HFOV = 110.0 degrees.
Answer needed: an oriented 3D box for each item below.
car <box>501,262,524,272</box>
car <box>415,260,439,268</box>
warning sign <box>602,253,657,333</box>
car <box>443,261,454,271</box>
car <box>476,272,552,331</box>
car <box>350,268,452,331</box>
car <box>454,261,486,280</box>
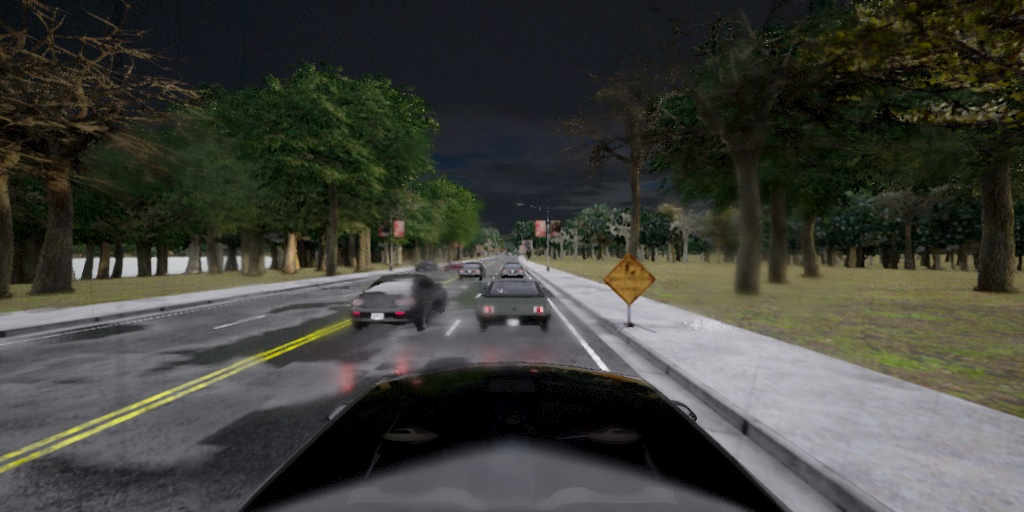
[{"bbox_3d":[0.058,1.229,29.660,2.033,1.411,5.357,0,0,0],"label":"car"},{"bbox_3d":[-9.930,1.201,42.207,2.033,1.411,5.357,0,0,0],"label":"car"},{"bbox_3d":[2.856,0.846,8.739,1.300,1.860,1.060,0,0,0],"label":"warning sign"},{"bbox_3d":[-6.677,1.256,41.530,1.895,1.301,4.718,0,0,0],"label":"car"},{"bbox_3d":[0.076,1.326,10.918,1.895,1.301,4.718,0,0,1],"label":"car"},{"bbox_3d":[-3.187,1.251,10.811,1.812,1.442,4.674,0,0,0],"label":"car"},{"bbox_3d":[-3.193,1.229,29.658,2.033,1.411,5.357,0,0,0],"label":"car"}]
